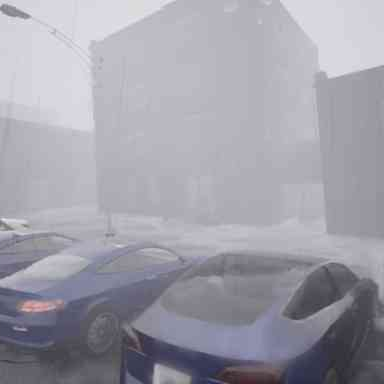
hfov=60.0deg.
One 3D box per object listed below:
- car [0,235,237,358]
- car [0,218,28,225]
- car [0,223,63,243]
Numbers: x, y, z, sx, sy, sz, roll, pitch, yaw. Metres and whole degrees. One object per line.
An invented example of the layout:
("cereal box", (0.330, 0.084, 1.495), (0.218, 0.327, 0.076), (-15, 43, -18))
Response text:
("car", (-1.216, 1.572, 6.184), (2.002, 1.452, 4.674), (-1, 0, 36))
("car", (-6.119, 1.475, 9.648), (2.185, 1.767, 4.553), (-1, 0, 36))
("car", (-3.709, 1.607, 7.963), (2.002, 1.452, 4.674), (-1, 0, 36))
